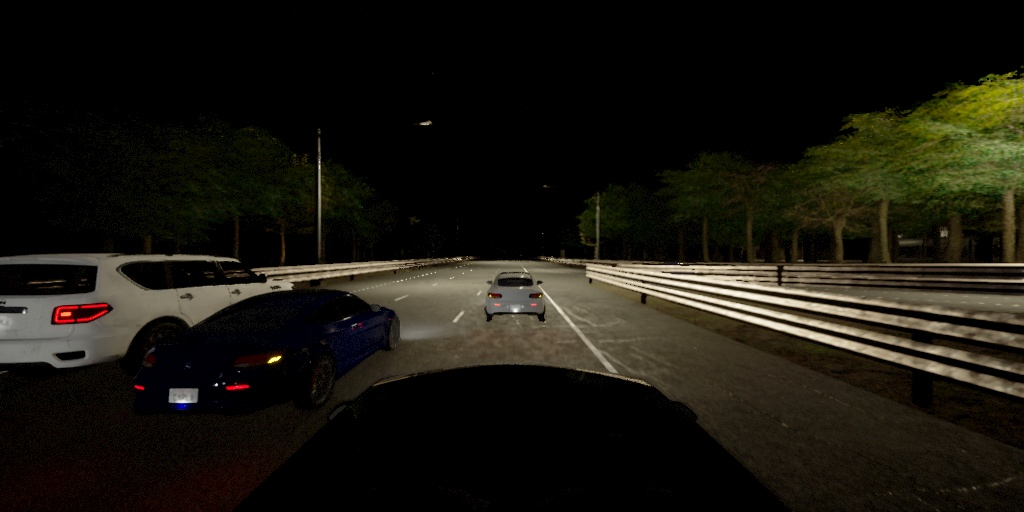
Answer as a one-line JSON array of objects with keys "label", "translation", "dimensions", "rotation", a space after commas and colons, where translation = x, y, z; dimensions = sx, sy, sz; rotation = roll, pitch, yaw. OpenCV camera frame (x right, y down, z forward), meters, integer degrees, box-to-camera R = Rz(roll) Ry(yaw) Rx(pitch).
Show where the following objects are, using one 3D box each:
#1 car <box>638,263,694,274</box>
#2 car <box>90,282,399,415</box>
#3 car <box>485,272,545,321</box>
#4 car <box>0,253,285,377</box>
[{"label": "car", "translation": [11.708, 1.222, 27.628], "dimensions": [1.812, 1.442, 4.674], "rotation": [0, 0, -23]}, {"label": "car", "translation": [-3.386, 1.278, 6.005], "dimensions": [1.812, 1.442, 4.674], "rotation": [0, 0, 0]}, {"label": "car", "translation": [0.099, 1.274, 12.375], "dimensions": [1.812, 1.442, 4.674], "rotation": [0, 0, 0]}, {"label": "car", "translation": [-6.899, 0.973, 7.531], "dimensions": [2.150, 2.045, 5.566], "rotation": [0, 0, 0]}]
